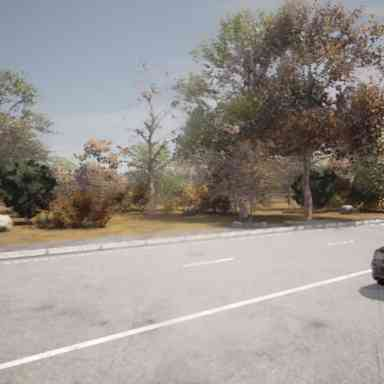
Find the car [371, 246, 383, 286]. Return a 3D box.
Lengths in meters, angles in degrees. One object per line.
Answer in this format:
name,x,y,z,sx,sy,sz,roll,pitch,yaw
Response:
car,6.165,1.535,8.018,4.674,1.442,1.812,0,0,-34
